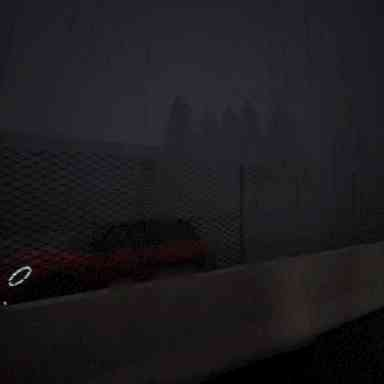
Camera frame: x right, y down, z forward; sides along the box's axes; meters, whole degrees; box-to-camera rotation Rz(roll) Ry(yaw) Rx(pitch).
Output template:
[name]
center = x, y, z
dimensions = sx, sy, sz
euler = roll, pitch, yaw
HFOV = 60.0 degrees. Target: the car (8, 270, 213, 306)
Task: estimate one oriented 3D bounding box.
[car]
center = -1.724, 1.360, 7.096
dimensions = 4.553, 1.767, 2.097
euler = 0, 0, -36
